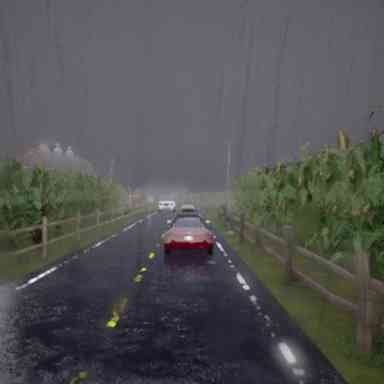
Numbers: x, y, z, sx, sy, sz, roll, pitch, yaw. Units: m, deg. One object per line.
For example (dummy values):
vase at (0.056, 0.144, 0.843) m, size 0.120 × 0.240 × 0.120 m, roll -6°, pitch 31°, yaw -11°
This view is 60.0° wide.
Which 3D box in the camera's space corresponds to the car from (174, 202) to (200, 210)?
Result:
car at (-0.369, 1.790, 29.347) m, size 1.837 × 1.490 × 4.892 m, roll 0°, pitch 0°, yaw -1°

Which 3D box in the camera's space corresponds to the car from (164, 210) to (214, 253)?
car at (-0.146, 1.702, 14.358) m, size 1.994 × 1.385 × 4.181 m, roll 0°, pitch 0°, yaw -1°

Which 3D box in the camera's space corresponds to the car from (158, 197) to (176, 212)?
car at (-3.369, 1.646, 45.843) m, size 2.150 × 2.045 × 5.566 m, roll 0°, pitch -1°, yaw -1°
